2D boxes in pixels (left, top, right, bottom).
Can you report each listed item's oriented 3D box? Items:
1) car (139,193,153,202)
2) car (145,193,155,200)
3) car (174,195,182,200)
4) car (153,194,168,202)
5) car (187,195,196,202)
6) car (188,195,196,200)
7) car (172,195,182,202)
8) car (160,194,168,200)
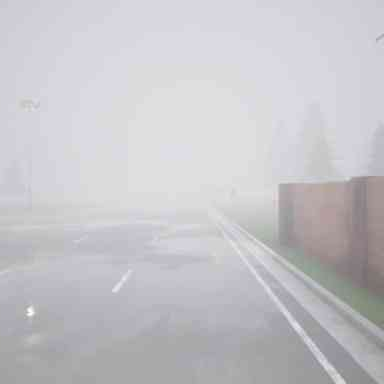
[{"bbox_3d":[-10.531,1.214,74.728,2.150,2.045,5.566,0,0,0],"label":"car"},{"bbox_3d":[-10.534,1.182,83.970,2.097,1.767,4.553,0,0,0],"label":"car"},{"bbox_3d":[-3.534,1.423,84.041,1.895,1.301,4.718,0,0,0],"label":"car"},{"bbox_3d":[-7.031,1.355,75.013,2.097,1.767,4.553,0,0,0],"label":"car"},{"bbox_3d":[-0.031,1.552,75.013,1.994,1.385,4.181,0,0,0],"label":"car"},{"bbox_3d":[-0.034,1.368,83.996,2.033,1.411,5.357,0,0,0],"label":"car"},{"bbox_3d":[-3.531,1.490,74.763,1.837,1.490,4.892,0,0,0],"label":"car"},{"bbox_3d":[-7.034,1.327,83.998,1.837,1.490,4.892,0,0,0],"label":"car"}]
